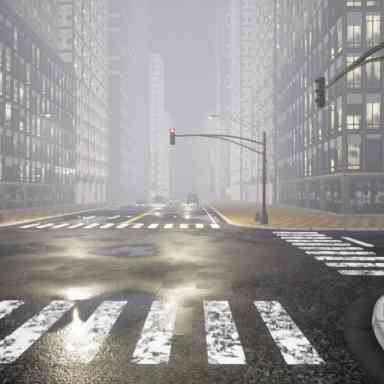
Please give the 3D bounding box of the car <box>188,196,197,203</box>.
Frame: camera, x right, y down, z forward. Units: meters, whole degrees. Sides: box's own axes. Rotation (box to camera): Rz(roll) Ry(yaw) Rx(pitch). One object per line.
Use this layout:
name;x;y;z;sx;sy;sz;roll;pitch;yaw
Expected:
car;0.134;1.541;70.616;1.994;1.385;4.181;0;0;0

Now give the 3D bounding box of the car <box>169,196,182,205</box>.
car;-3.136;1.702;60.233;1.895;1.301;4.718;0;0;0

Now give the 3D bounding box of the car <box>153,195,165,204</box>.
car;-6.378;1.468;64.409;2.097;1.767;4.553;0;0;0

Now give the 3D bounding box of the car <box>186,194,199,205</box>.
car;0.115;1.323;60.229;2.150;2.045;5.566;0;0;0

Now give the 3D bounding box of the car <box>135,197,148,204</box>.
car;-9.628;1.664;64.384;2.033;1.411;5.357;0;0;0

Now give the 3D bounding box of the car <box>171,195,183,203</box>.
car;-3.117;1.495;70.205;2.128;1.511;4.902;0;0;0
